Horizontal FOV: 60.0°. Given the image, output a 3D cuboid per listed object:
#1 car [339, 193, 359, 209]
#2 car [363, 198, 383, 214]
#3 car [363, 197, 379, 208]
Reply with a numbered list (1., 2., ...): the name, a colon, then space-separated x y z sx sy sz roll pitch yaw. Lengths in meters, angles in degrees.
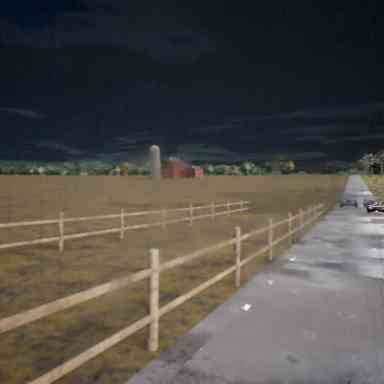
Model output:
1. car: 21.534 1.140 45.688 2.150 2.045 5.566 0 1 26
2. car: 20.075 1.657 36.311 1.895 1.301 4.718 0 1 26
3. car: 25.250 1.477 47.051 1.895 1.301 4.718 0 1 26
